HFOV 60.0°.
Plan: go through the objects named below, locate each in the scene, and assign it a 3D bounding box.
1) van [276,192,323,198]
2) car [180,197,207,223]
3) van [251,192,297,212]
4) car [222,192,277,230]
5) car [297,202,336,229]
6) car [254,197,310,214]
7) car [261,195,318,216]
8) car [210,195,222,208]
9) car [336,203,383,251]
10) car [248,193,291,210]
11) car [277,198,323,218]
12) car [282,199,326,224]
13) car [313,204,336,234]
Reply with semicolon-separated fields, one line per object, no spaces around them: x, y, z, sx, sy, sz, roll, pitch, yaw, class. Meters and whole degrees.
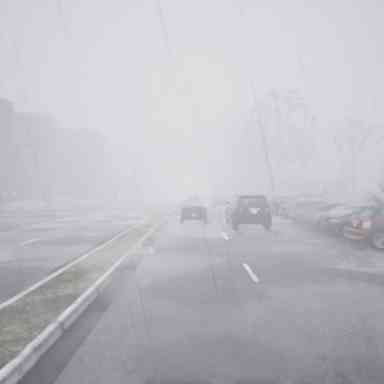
8.949;1.136;27.393;4.442;1.987;1.878;0;1;0;van
0.131;1.385;24.824;1.882;1.535;5.008;0;0;0;car
8.729;1.029;35.662;4.442;1.987;1.878;0;1;0;van
3.383;1.165;20.656;2.150;2.045;5.566;0;0;0;car
8.821;1.474;19.133;4.674;1.452;2.002;0;0;0;car
8.835;1.296;32.908;4.892;1.521;2.231;0;1;0;car
8.806;1.204;30.279;4.553;1.767;2.185;0;1;0;car
3.418;1.146;42.213;2.128;1.511;4.902;0;1;0;car
8.779;1.341;13.617;4.553;1.767;2.185;0;0;0;car
8.880;1.082;38.416;4.553;1.767;2.185;0;1;0;car
8.857;1.418;24.643;4.792;1.488;2.163;0;1;0;car
8.794;1.444;21.891;4.792;1.488;2.163;0;1;0;car
8.812;1.490;16.379;4.674;1.452;2.002;0;0;0;car
